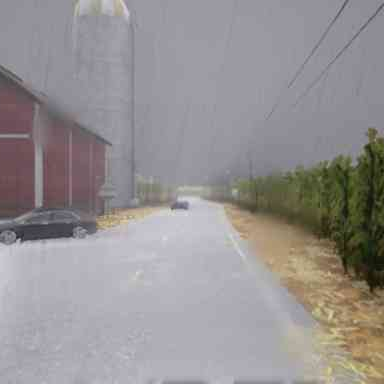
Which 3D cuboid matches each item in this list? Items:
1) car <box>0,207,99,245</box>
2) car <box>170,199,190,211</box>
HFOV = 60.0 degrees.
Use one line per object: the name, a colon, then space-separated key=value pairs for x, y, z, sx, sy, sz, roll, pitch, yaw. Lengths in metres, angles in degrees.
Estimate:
car: x=-6.881 y=1.509 z=15.512 sx=4.892 sy=1.490 sz=1.837 roll=0 pitch=6 yaw=-31
car: x=-1.412 y=1.556 z=40.123 sx=1.895 sy=1.301 sz=4.718 roll=0 pitch=0 yaw=5
